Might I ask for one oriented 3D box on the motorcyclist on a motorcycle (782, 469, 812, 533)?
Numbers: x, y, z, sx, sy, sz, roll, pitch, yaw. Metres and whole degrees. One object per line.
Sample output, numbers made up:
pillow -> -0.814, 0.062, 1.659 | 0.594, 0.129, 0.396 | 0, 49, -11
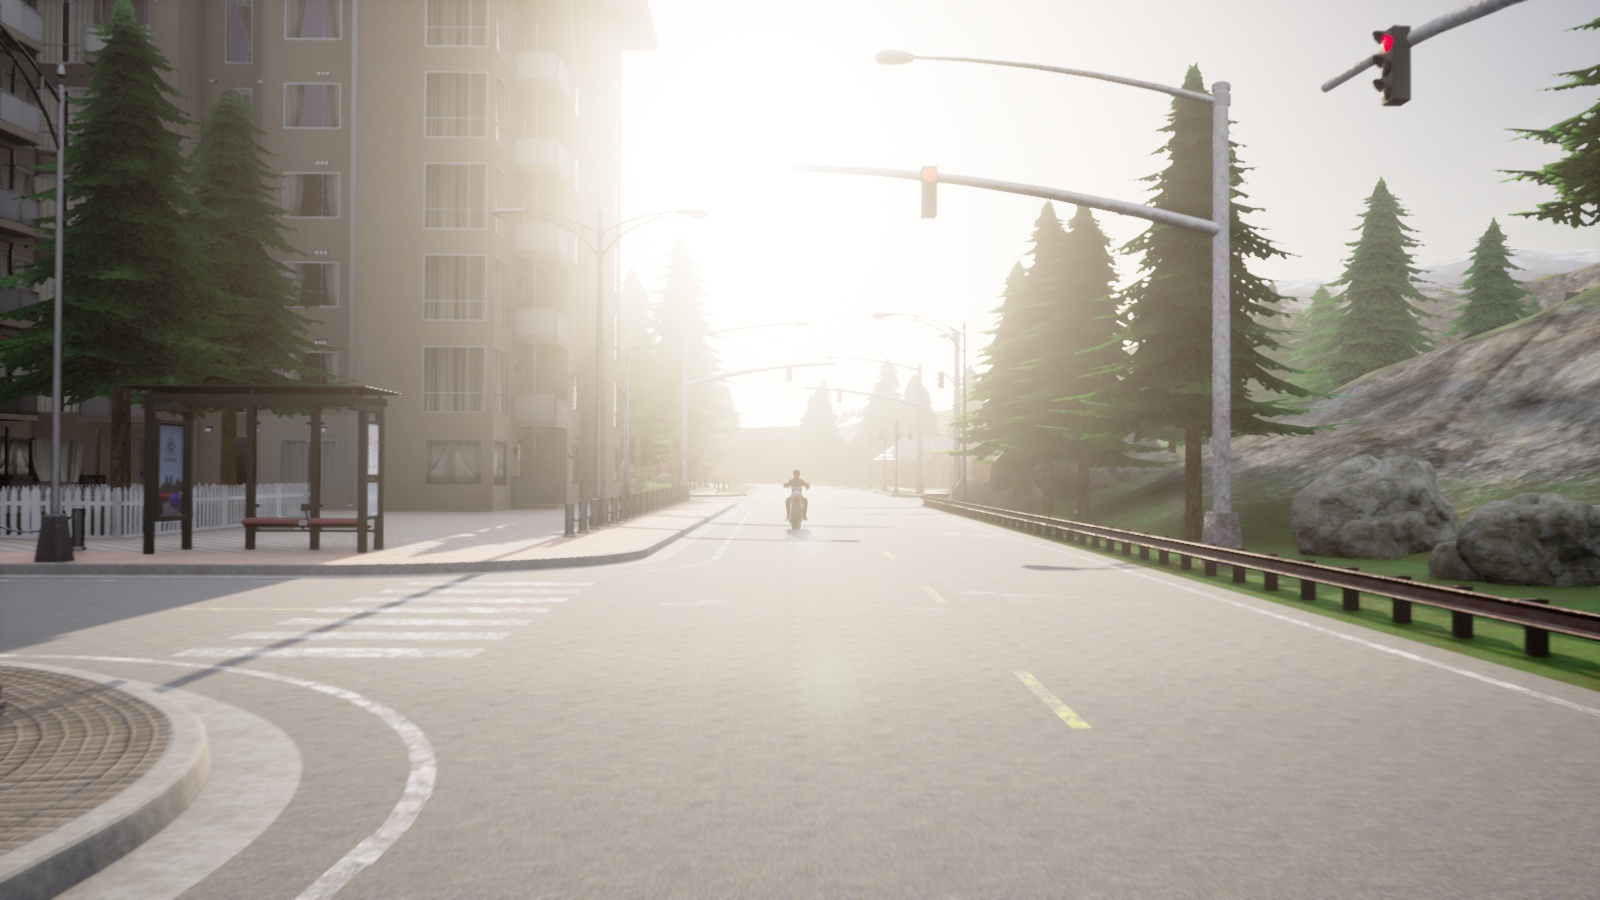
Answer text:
motorcyclist on a motorcycle -> -0.081, 1.328, 33.529 | 0.766, 1.649, 2.350 | 0, -1, 0
